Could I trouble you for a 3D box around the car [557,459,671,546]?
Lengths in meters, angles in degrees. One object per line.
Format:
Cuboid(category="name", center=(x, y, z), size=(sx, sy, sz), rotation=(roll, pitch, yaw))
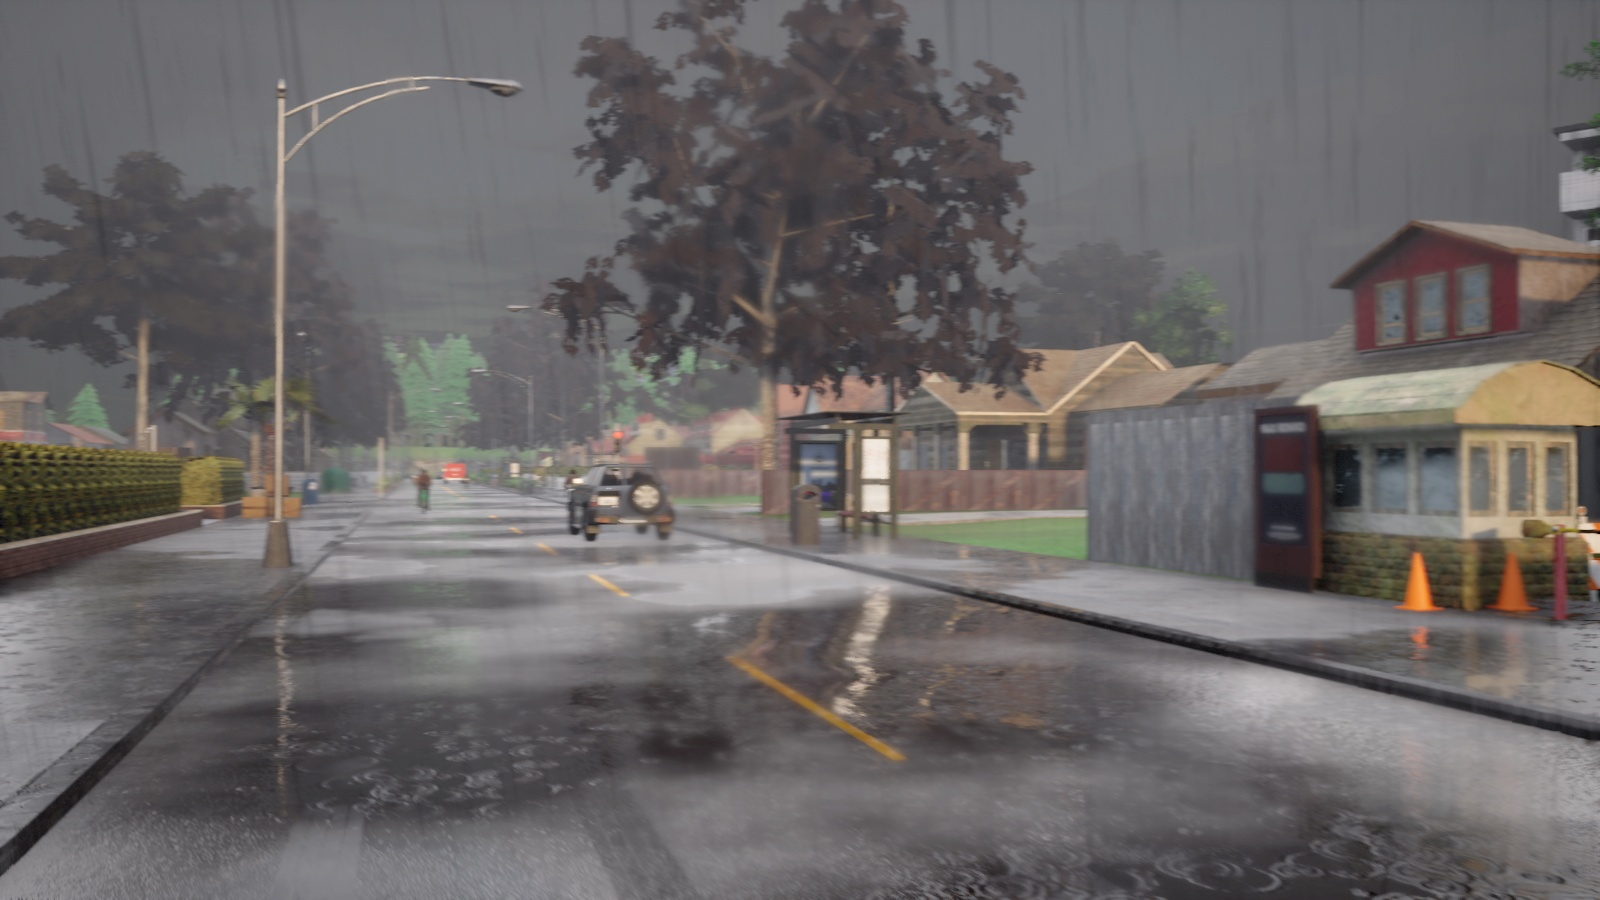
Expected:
Cuboid(category="car", center=(-4.434, 1.160, 29.333), size=(1.932, 1.855, 4.605), rotation=(0, -1, -17))
